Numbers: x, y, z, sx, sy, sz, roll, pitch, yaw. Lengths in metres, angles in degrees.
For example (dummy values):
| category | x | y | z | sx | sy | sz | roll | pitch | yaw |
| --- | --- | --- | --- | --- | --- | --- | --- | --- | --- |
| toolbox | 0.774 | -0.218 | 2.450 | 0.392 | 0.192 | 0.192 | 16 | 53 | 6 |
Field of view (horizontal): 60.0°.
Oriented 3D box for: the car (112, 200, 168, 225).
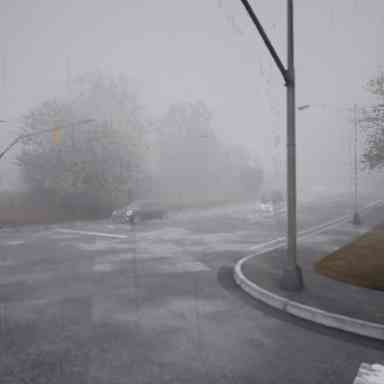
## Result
| category | x | y | z | sx | sy | sz | roll | pitch | yaw |
| --- | --- | --- | --- | --- | --- | --- | --- | --- | --- |
| car | -3.963 | 1.465 | 25.579 | 2.097 | 1.767 | 4.553 | -1 | 0 | 36 |

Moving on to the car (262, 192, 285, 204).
| category | x | y | z | sx | sy | sz | roll | pitch | yaw |
| --- | --- | --- | --- | --- | --- | --- | --- | --- | --- |
| car | 11.323 | 0.725 | 46.230 | 2.128 | 1.511 | 4.902 | -1 | 2 | 37 |
